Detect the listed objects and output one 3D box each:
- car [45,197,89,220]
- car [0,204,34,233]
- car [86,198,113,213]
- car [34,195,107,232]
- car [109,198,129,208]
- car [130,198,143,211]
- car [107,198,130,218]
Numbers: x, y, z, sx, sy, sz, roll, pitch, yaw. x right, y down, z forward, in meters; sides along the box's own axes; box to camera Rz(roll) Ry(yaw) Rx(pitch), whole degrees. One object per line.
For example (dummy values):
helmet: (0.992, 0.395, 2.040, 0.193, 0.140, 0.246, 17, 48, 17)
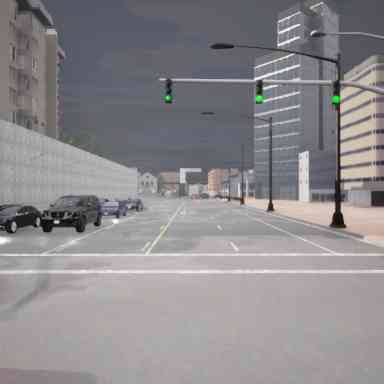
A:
car: (-10.618, 1.351, 28.671, 2.097, 1.767, 4.553, 0, 0, 0)
car: (-10.612, 1.504, 19.603, 1.837, 1.490, 4.892, 0, 0, 0)
car: (-10.618, 1.504, 38.488, 1.837, 1.490, 4.892, 0, 0, 0)
car: (-7.109, 1.221, 20.235, 2.150, 2.045, 5.566, 0, 0, 0)
car: (-10.586, 1.599, 48.549, 1.895, 1.301, 4.718, 0, 0, 0)
car: (-7.116, 1.490, 40.218, 2.128, 1.511, 4.902, 0, 0, 0)
car: (-7.117, 1.525, 29.876, 1.812, 1.442, 4.674, 0, 0, 0)
